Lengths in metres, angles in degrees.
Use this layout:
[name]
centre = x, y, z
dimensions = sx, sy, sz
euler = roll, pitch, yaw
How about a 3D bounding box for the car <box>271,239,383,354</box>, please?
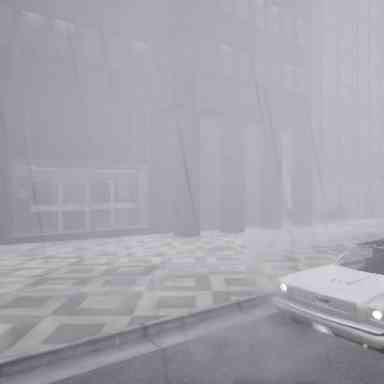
[car]
centre = 3.618, 1.600, 5.933
dimensions = 4.718, 1.301, 1.895
euler = 0, 0, -35
